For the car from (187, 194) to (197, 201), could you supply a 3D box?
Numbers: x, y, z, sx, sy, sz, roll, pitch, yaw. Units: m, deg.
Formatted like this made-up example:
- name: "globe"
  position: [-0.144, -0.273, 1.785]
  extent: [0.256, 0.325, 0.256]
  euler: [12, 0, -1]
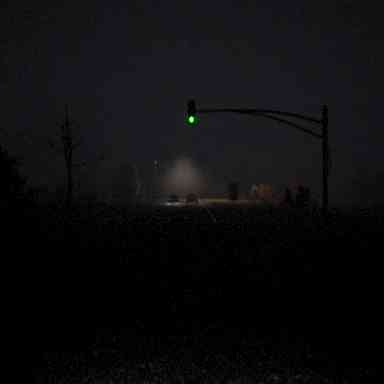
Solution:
- name: "car"
  position: [-0.005, 1.124, 69.723]
  extent: [1.837, 1.490, 4.892]
  euler: [0, 0, 0]

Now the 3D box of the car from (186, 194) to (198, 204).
- name: "car"
  position: [-0.004, 1.166, 59.688]
  extent: [2.097, 1.767, 4.553]
  euler: [0, 0, 0]

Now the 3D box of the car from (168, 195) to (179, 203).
- name: "car"
  position: [-3.505, 1.310, 63.889]
  extent: [1.837, 1.490, 4.892]
  euler: [0, 0, 0]
